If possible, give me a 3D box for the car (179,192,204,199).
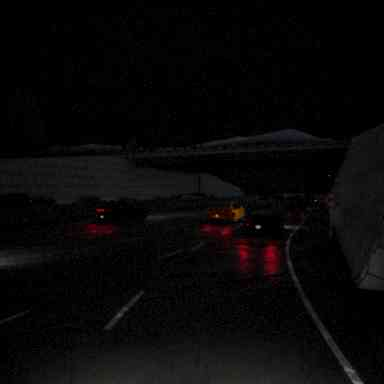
[{"bbox_3d":[-0.027,1.136,65.597,2.150,2.045,5.566,0,0,22],"label":"car"}]

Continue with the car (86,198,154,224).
[{"bbox_3d":[-5.084,1.438,24.424,2.128,1.511,4.902,0,0,22],"label":"car"}]

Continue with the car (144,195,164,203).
[{"bbox_3d":[-7.463,1.360,65.859,1.882,1.535,5.008,0,0,22],"label":"car"}]

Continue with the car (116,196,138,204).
[{"bbox_3d":[-12.291,1.465,63.215,1.895,1.301,4.718,0,0,22],"label":"car"}]

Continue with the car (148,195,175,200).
[{"bbox_3d":[-5.175,1.457,52.824,2.033,1.411,5.357,0,0,23],"label":"car"}]

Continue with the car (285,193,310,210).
[{"bbox_3d":[13.576,1.356,42.792,2.097,1.767,4.553,0,0,22],"label":"car"}]

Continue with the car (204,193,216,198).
[{"bbox_3d":[4.570,1.473,77.092,1.994,1.385,4.181,0,0,22],"label":"car"}]

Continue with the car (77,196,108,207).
[{"bbox_3d":[-14.458,1.399,48.563,1.812,1.442,4.674,0,0,22],"label":"car"}]

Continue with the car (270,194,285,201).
[{"bbox_3d":[20.590,1.505,79.446,1.812,1.442,4.674,0,0,22],"label":"car"}]

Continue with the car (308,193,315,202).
[{"bbox_3d":[26.947,1.236,76.487,2.150,2.045,5.566,0,0,22],"label":"car"}]

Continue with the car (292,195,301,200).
[{"bbox_3d":[27.556,1.410,87.430,1.994,1.385,4.181,0,0,22],"label":"car"}]

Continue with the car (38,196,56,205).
[{"bbox_3d":[-20.167,1.346,43.758,2.128,1.511,4.902,0,0,22],"label":"car"}]

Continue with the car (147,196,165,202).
[{"bbox_3d":[-7.933,1.465,74.109,1.895,1.301,4.718,0,0,22],"label":"car"}]

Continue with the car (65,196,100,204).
[{"bbox_3d":[-11.819,1.254,36.352,2.097,1.767,4.553,0,0,22],"label":"car"}]

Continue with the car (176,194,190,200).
[{"bbox_3d":[-2.306,1.290,88.172,1.837,1.490,4.892,0,0,22],"label":"car"}]

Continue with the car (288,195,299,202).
[{"bbox_3d":[23.685,1.535,77.759,2.033,1.411,5.357,0,0,22],"label":"car"}]

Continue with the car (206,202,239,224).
[{"bbox_3d":[2.614,1.457,24.814,1.882,1.535,5.008,0,0,22],"label":"car"}]

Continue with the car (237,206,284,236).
[{"bbox_3d":[4.024,1.519,18.509,1.812,1.442,4.674,0,0,19],"label":"car"}]

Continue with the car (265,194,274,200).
[{"bbox_3d":[21.057,1.350,90.032,1.812,1.442,4.674,0,0,22],"label":"car"}]

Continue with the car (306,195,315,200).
[{"bbox_3d":[30.805,1.426,86.129,1.994,1.385,4.181,0,0,22],"label":"car"}]

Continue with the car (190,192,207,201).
[{"bbox_3d":[1.560,1.130,78.987,2.150,2.045,5.566,0,0,22],"label":"car"}]

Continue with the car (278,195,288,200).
[{"bbox_3d":[24.317,1.437,88.759,1.895,1.301,4.718,0,0,22],"label":"car"}]

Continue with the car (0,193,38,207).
[{"bbox_3d":[-17.716,1.104,31.069,2.150,2.045,5.566,0,0,22],"label":"car"}]

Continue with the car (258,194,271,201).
[{"bbox_3d":[17.341,1.489,80.746,1.812,1.442,4.674,0,0,22],"label":"car"}]

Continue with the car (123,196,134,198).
[{"bbox_3d":[-10.331,1.492,49.449,1.895,1.301,4.718,0,0,22],"label":"car"}]

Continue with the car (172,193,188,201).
[{"bbox_3d":[-2.773,1.243,77.581,2.097,1.767,4.553,0,0,22],"label":"car"}]

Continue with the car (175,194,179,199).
[{"bbox_3d":[-3.503,1.377,66.334,1.882,1.535,5.008,0,0,22],"label":"car"}]
